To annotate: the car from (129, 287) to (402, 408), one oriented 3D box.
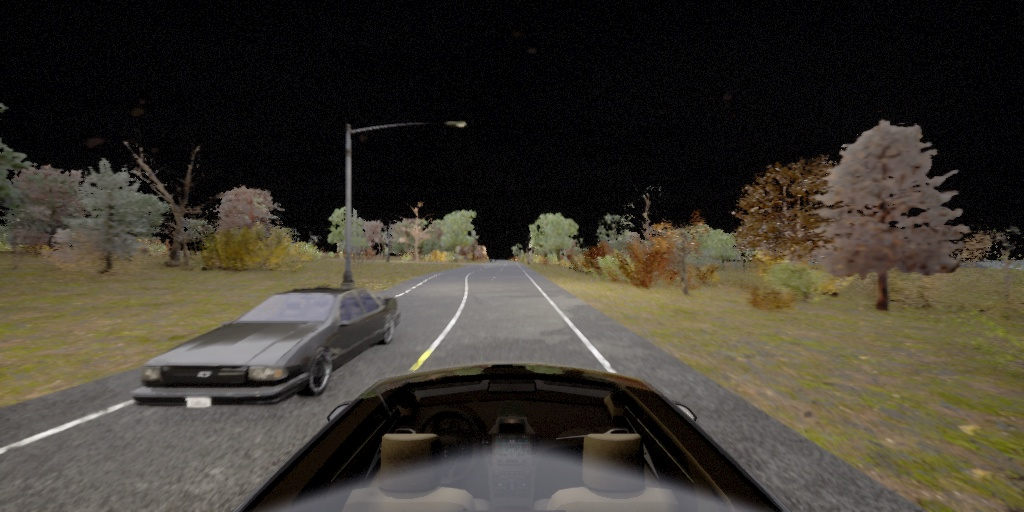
[{"bbox_3d":[-3.659,1.317,6.811,2.033,1.411,5.357,0,0,-1],"label":"car"}]
